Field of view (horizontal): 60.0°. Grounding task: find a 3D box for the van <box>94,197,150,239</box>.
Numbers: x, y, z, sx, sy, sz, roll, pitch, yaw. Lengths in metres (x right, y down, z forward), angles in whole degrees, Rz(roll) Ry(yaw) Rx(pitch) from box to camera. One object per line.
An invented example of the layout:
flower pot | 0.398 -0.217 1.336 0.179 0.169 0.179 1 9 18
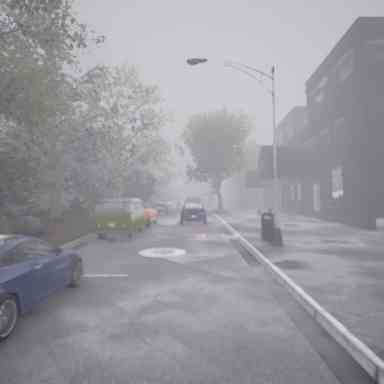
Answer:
van | -3.648 1.292 17.624 1.878 1.987 4.442 0 0 2

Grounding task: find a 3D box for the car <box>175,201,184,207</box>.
car | -3.399 3.226 90.097 2.231 1.521 4.892 0 -1 2

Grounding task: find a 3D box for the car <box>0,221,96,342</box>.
car | -3.652 1.534 6.363 2.002 1.452 4.674 0 0 2

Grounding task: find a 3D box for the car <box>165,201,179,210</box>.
car | -3.644 2.512 62.048 2.163 1.488 4.792 0 -1 2

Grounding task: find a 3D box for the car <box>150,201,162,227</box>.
car | -3.653 1.404 23.047 2.185 1.767 4.553 0 0 2

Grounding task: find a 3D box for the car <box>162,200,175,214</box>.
car | -3.633 1.862 39.781 2.163 1.488 4.792 1 -2 2

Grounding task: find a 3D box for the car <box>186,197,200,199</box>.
car | 0.106 1.651 42.477 2.150 2.045 5.566 0 -2 0

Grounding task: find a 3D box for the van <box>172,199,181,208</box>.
van | -3.623 2.719 78.853 1.878 1.987 4.442 1 -1 2

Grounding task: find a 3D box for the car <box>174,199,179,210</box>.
car | -3.634 2.157 50.886 2.097 1.535 5.008 1 -2 2

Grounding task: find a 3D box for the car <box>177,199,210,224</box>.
car | 0.101 1.532 25.298 1.882 1.535 5.008 0 0 0

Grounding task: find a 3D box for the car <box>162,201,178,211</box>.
car | -3.641 2.319 56.445 2.097 1.535 5.008 0 -1 2
